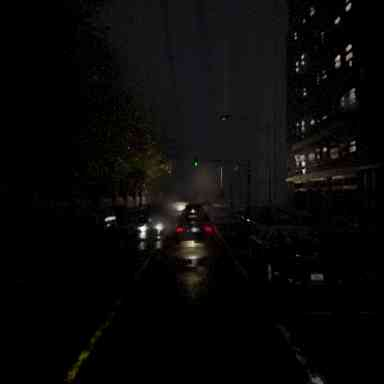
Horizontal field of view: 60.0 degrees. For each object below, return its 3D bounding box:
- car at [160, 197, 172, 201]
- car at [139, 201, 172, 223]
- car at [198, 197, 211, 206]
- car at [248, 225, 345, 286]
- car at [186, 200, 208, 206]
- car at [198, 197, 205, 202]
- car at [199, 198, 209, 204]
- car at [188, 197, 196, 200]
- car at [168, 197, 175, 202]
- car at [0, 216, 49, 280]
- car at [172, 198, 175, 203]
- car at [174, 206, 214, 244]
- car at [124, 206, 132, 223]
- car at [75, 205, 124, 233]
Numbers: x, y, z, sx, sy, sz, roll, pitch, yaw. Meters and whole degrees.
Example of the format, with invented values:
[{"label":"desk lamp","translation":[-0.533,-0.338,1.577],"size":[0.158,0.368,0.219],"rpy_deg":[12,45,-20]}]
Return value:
[{"label":"car","translation":[-5.702,2.012,69.486],"size":[1.802,1.307,4.206],"rpy_deg":[0,0,0]},{"label":"car","translation":[-3.063,1.706,27.188],"size":[2.033,1.411,5.357],"rpy_deg":[0,0,0]},{"label":"car","translation":[2.679,1.958,63.856],"size":[1.947,1.339,4.313],"rpy_deg":[0,0,0]},{"label":"car","translation":[2.690,1.605,9.325],"size":[2.008,1.369,4.403],"rpy_deg":[0,0,0]},{"label":"car","translation":[0.283,1.758,33.156],"size":[1.994,1.385,4.181],"rpy_deg":[0,0,4]},{"label":"car","translation":[2.675,2.133,92.018],"size":[1.887,1.381,4.507],"rpy_deg":[0,0,0]},{"label":"car","translation":[2.677,2.034,75.121],"size":[1.947,1.339,4.313],"rpy_deg":[0,0,0]},{"label":"car","translation":[-0.017,2.043,90.308],"size":[1.882,1.535,5.008],"rpy_deg":[0,0,0]},{"label":"car","translation":[-5.705,2.112,91.847],"size":[1.752,1.417,4.829],"rpy_deg":[0,0,0]},{"label":"car","translation":[-5.690,1.494,9.322],"size":[1.967,1.590,4.097],"rpy_deg":[0,0,0]},{"label":"car","translation":[-5.703,1.948,80.753],"size":[1.967,1.590,4.097],"rpy_deg":[0,0,0]},{"label":"car","translation":[0.096,1.642,16.363],"size":[2.033,1.411,5.357],"rpy_deg":[0,0,0]},{"label":"car","translation":[-5.822,1.696,25.937],"size":[1.887,1.381,4.507],"rpy_deg":[0,0,0]},{"label":"car","translation":[-5.770,1.669,20.397],"size":[2.008,1.369,4.403],"rpy_deg":[0,0,0]}]
